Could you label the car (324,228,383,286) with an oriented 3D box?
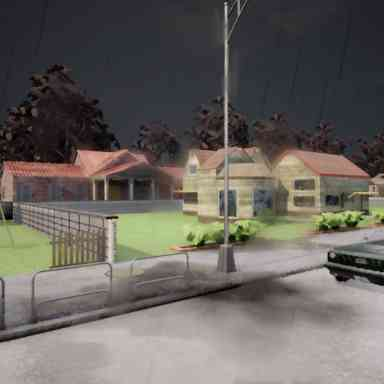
[{"bbox_3d":[5.523,1.609,8.639,4.718,1.301,1.895,0,0,-36],"label":"car"}]
